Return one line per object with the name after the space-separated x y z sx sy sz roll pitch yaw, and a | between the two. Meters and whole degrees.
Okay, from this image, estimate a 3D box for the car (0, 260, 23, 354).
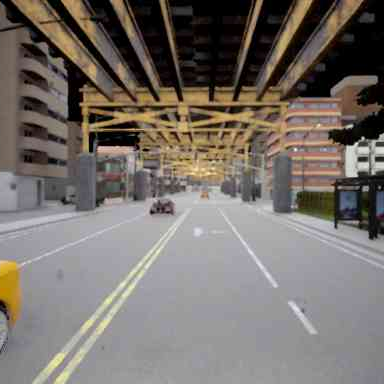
-3.531 1.430 2.910 1.882 1.535 5.008 0 1 2 | car

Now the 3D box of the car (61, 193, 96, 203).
-15.421 0.833 45.154 4.536 1.218 1.853 1 1 27 | car

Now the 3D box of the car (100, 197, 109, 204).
-14.887 0.961 49.275 4.974 1.542 2.038 0 0 -18 | car

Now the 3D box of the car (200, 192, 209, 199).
3.115 0.719 80.597 2.097 1.767 4.553 0 1 2 | car

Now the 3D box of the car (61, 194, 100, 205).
-15.376 0.991 45.132 4.974 1.542 2.038 1 1 27 | car

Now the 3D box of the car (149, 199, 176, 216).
-2.470 1.315 29.087 1.994 1.385 4.181 0 0 3 | car
